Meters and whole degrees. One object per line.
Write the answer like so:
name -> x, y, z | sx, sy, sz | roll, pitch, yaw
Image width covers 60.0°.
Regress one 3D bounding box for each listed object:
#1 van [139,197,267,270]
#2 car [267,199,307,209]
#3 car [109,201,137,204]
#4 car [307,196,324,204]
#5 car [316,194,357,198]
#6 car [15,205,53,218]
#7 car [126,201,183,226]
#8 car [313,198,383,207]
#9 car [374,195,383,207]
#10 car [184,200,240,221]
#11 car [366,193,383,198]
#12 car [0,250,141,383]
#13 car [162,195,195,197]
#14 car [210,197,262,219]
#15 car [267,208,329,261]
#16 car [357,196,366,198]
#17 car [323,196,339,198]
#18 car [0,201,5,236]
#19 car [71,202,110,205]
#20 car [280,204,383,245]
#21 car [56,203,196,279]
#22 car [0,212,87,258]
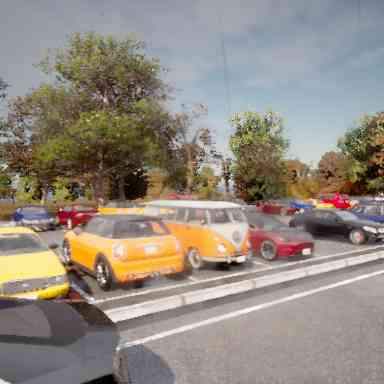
van -> 0.092, 1.289, 11.095 | 1.878, 1.987, 4.442 | 0, 0, -35
car -> 8.455, 1.518, 33.119 | 2.163, 1.488, 4.792 | 0, 0, -35
car -> -5.194, 1.385, 23.479 | 2.185, 1.767, 4.553 | 0, 0, -35
car -> 10.711, 1.483, 34.755 | 2.097, 1.535, 5.008 | 0, 0, -35
car -> 15.145, 1.221, 37.913 | 2.435, 2.045, 5.566 | 0, 0, -35
car -> -9.763, 1.555, 20.295 | 2.002, 1.452, 4.674 | 0, 0, -35
car -> -2.940, 1.508, 25.115 | 2.097, 1.535, 5.008 | 0, 0, -35
car -> 9.188, 1.378, 17.623 | 2.185, 1.767, 4.553 | 0, 0, -35
car -> 28.932, 1.313, 47.575 | 2.185, 1.767, 4.553 | 0, 0, -35
car -> 1.610, 1.503, 28.329 | 2.231, 1.521, 4.892 | 0, 0, -35
car -> 21.968, 1.330, 42.735 | 2.185, 1.767, 4.553 | 0, 0, -35
car -> -2.723, 1.492, 1.741 | 4.902, 1.511, 2.128 | 0, 0, -36
car -> -0.645, 1.254, 26.696 | 2.435, 2.045, 5.566 | 0, 0, -35
car -> 3.871, 1.372, 29.957 | 2.185, 1.767, 4.553 | 0, 0, -35
car -> 2.366, 1.542, 12.809 | 2.163, 1.488, 4.792 | 0, 0, -35
car -> 17.556, 1.341, 39.543 | 2.185, 1.767, 4.553 | 0, 0, -35
car -> 12.780, 1.475, 36.436 | 1.946, 1.575, 5.366 | 0, 0, -35
car -> -12.019, 1.390, 18.661 | 2.185, 1.767, 4.553 | 0, 0, -35
car -> -7.484, 1.513, 21.894 | 2.097, 1.535, 5.008 | 0, 0, -35
car -> 6.895, 1.547, 16.045 | 2.002, 1.452, 4.674 | 0, 0, -35
car -> -2.180, 1.390, 9.596 | 2.185, 1.767, 4.553 | 0, 0, -35
car -> -4.365, 1.514, 7.865 | 1.946, 1.575, 5.366 | 0, 0, -35
